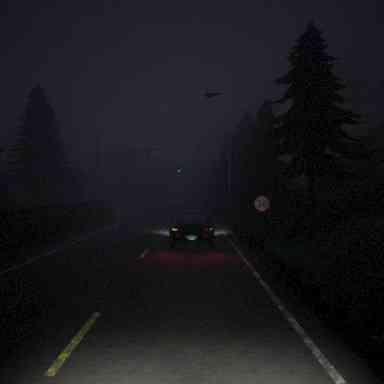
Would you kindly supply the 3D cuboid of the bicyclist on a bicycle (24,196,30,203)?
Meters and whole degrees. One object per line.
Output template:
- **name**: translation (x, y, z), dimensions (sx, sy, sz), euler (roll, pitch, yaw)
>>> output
- **bicyclist on a bicycle**: translation (-23.135, 1.456, 46.685), dimensions (0.582, 1.620, 1.656), euler (0, 0, 7)

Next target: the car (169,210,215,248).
- **car**: translation (0.000, 1.532, 14.650), dimensions (1.812, 1.442, 4.674), euler (0, 0, 0)

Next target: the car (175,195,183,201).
- **car**: translation (-3.500, 1.518, 89.015), dimensions (2.128, 1.511, 4.902), euler (0, 0, 0)
